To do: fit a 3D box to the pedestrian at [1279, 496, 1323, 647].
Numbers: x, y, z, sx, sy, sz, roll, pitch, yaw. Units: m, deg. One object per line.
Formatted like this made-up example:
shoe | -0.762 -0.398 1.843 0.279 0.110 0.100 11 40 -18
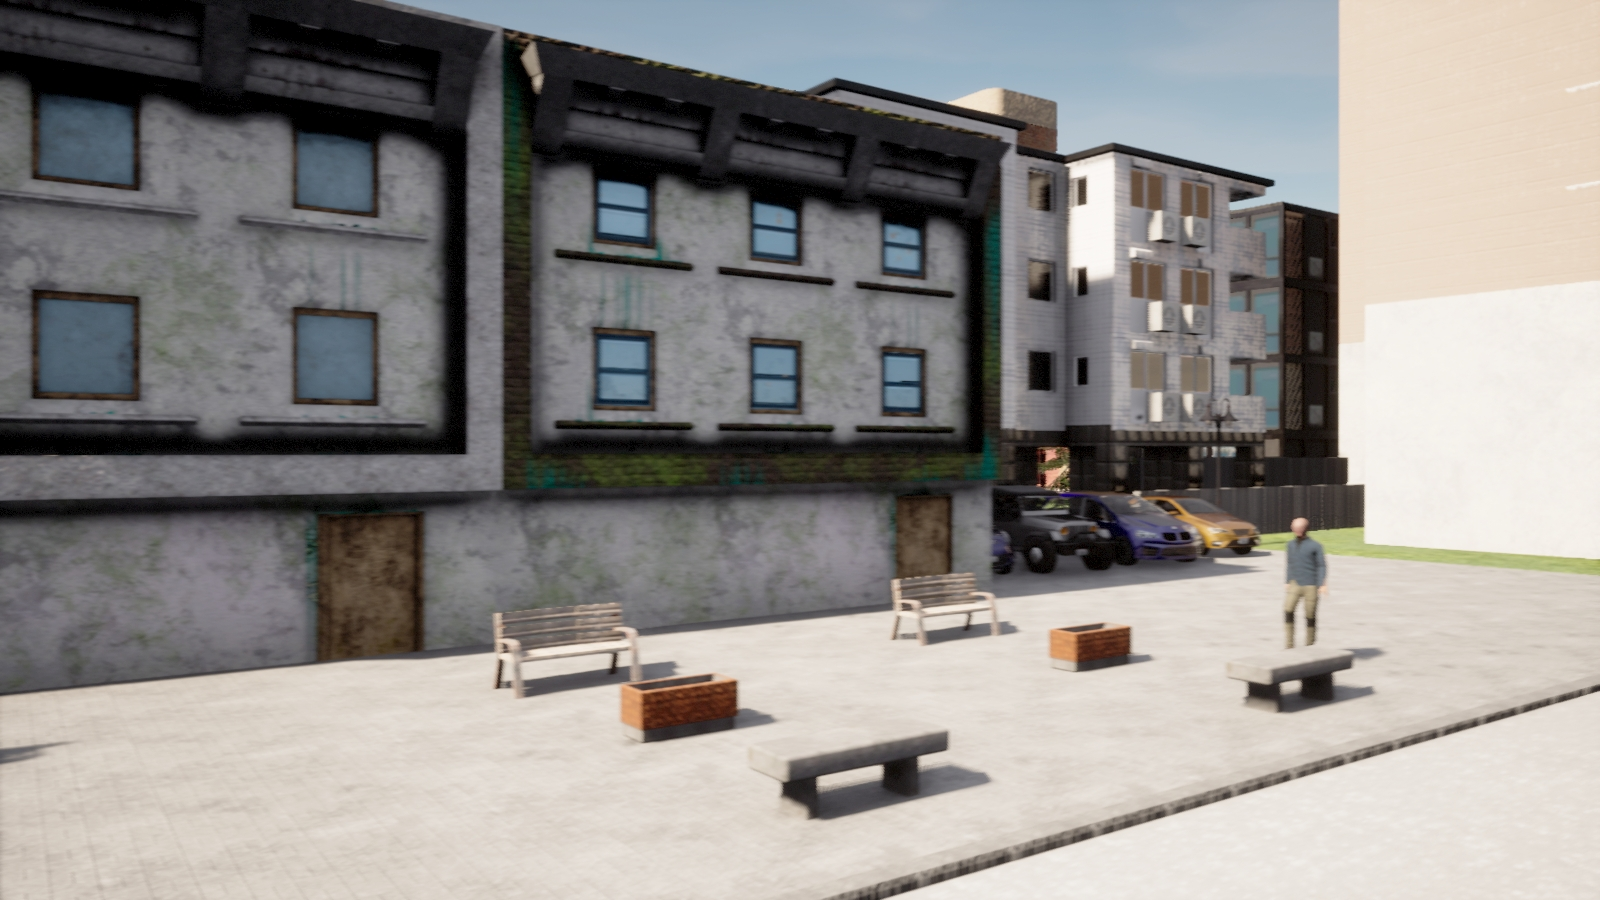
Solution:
pedestrian | 6.344 1.525 14.472 0.375 1.860 0.375 0 0 -38
